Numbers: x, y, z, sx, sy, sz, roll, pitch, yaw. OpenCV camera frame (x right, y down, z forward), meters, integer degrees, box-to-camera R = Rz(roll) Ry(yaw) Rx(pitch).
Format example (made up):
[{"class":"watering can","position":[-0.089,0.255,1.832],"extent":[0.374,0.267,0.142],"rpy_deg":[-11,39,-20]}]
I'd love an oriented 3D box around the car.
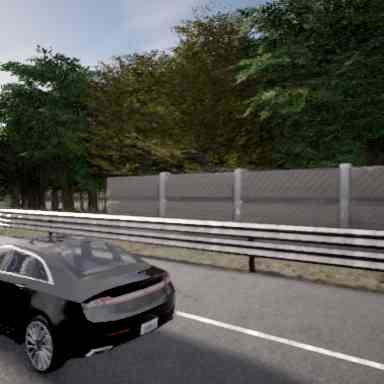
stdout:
[{"class":"car","position":[-2.520,1.509,5.666],"extent":[4.902,1.511,2.128],"rpy_deg":[0,0,35]}]
